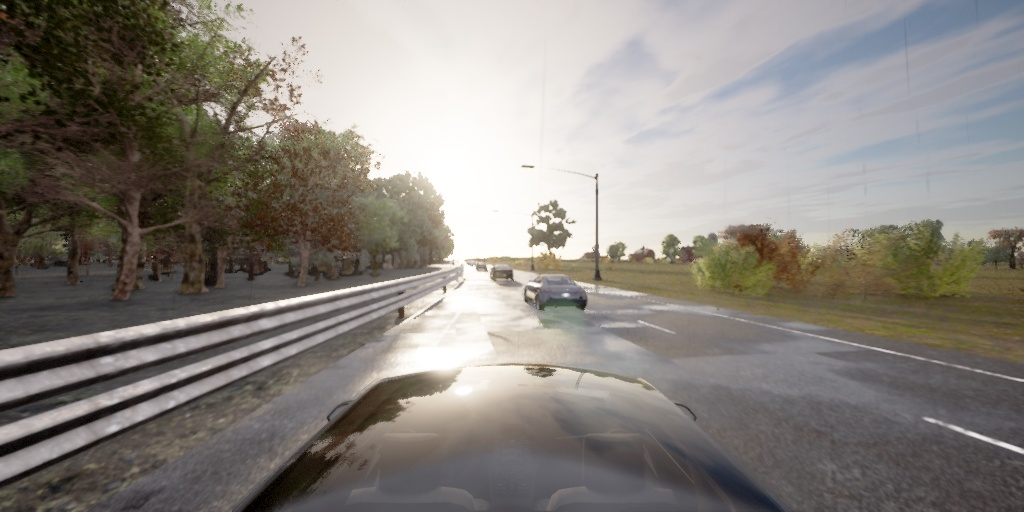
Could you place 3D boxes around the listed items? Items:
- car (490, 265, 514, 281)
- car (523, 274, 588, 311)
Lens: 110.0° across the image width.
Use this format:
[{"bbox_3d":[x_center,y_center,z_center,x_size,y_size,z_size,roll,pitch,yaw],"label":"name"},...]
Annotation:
[{"bbox_3d":[-1.037,1.559,34.312,1.882,1.535,5.008,0,-1,-8],"label":"car"},{"bbox_3d":[1.744,1.473,15.562,1.994,1.385,4.181,0,-1,-8],"label":"car"}]
